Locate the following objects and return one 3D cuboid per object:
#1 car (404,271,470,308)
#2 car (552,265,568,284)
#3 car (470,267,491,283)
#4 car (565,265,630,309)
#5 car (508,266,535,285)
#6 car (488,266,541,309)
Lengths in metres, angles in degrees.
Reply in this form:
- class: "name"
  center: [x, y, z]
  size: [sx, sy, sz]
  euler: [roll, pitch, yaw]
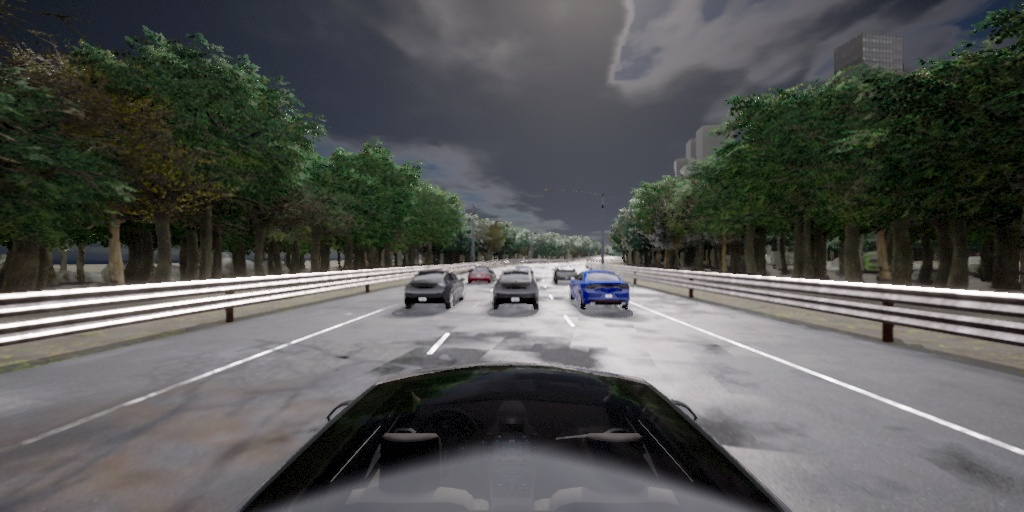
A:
- class: "car"
  center: [-3.294, 1.391, 15.950]
  size: [1.837, 1.490, 4.892]
  euler: [0, 0, 2]
- class: "car"
  center: [4.442, 1.514, 30.378]
  size: [2.128, 1.511, 4.902]
  euler: [0, 0, 4]
- class: "car"
  center: [-2.541, 1.589, 30.855]
  size: [1.994, 1.385, 4.181]
  euler: [0, 0, 4]
- class: "car"
  center: [3.710, 1.363, 15.888]
  size: [1.882, 1.535, 5.008]
  euler: [0, 0, 2]
- class: "car"
  center: [0.924, 1.568, 30.312]
  size: [2.033, 1.411, 5.357]
  euler: [0, -1, 4]
- class: "car"
  center: [0.204, 1.391, 15.830]
  size: [1.837, 1.490, 4.892]
  euler: [0, 0, 2]
